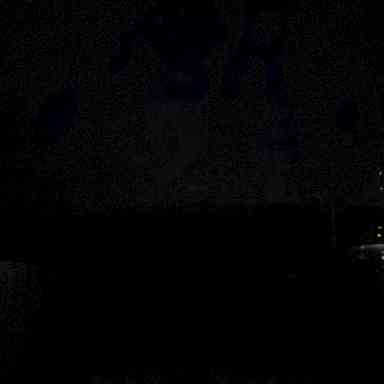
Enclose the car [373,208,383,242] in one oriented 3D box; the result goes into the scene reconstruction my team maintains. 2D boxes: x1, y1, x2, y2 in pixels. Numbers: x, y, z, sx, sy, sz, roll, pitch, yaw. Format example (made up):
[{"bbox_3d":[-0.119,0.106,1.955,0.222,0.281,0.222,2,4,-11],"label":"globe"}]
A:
[{"bbox_3d":[10.037,1.591,16.174,1.994,1.385,4.181,-3,-2,33],"label":"car"}]
